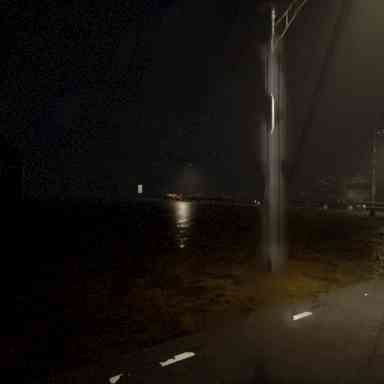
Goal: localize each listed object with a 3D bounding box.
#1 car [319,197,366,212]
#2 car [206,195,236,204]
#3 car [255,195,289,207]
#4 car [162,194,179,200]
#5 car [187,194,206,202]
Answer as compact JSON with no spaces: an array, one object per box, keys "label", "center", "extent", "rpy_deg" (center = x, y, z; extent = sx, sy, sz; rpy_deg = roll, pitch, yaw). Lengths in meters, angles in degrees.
[{"label":"car","center":[16.303,1.292,36.124],"extent":[1.837,1.490,4.892],"rpy_deg":[2,0,-35]},{"label":"car","center":[4.776,1.174,52.381],"extent":[1.895,1.301,4.718],"rpy_deg":[2,-1,-35]},{"label":"car","center":[10.547,1.177,44.238],"extent":[1.837,1.490,4.892],"rpy_deg":[2,0,-35]},{"label":"car","center":[-4.727,1.122,72.068],"extent":[1.895,1.301,4.718],"rpy_deg":[2,-1,-35]},{"label":"car","center":[1.267,1.136,63.697],"extent":[2.033,1.411,5.357],"rpy_deg":[2,-1,-35]}]
